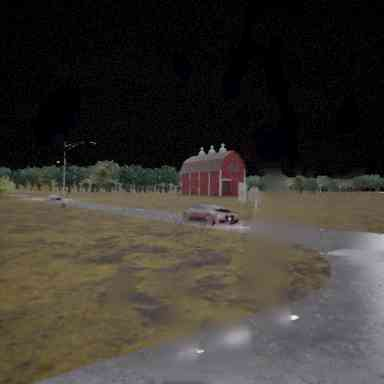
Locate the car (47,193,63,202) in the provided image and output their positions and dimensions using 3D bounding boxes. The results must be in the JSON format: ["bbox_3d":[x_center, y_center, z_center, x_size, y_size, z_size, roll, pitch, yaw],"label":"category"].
[{"bbox_3d":[-22.769,0.918,55.418,1.994,1.385,4.181,2,0,-36],"label":"car"}]

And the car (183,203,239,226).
[{"bbox_3d":[1.172,1.453,22.138,1.994,1.385,4.181,2,0,-36],"label":"car"}]
